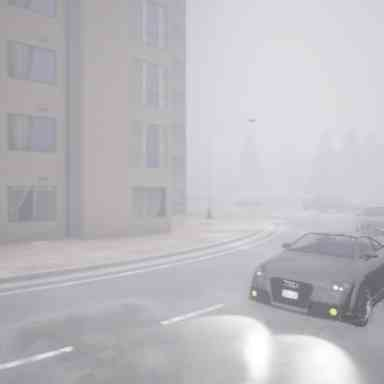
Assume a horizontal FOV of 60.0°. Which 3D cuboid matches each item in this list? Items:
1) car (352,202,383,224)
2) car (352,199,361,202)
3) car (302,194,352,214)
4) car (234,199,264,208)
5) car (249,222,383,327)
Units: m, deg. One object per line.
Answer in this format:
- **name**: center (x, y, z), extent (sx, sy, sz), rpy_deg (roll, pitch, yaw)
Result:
- **car**: center (9.716, 1.498, 17.400), extent (1.837, 1.490, 4.892), rpy_deg (0, 0, 21)
- **car**: center (17.441, 1.515, 37.132), extent (1.812, 1.442, 4.674), rpy_deg (0, 0, -14)
- **car**: center (14.204, 1.210, 36.087), extent (2.150, 2.045, 5.566), rpy_deg (0, 0, -14)
- **car**: center (8.159, 1.600, 48.600), extent (1.895, 1.301, 4.718), rpy_deg (0, 0, -33)
- **car**: center (3.015, 1.563, 7.154), extent (1.994, 1.385, 4.181), rpy_deg (0, 0, 42)
